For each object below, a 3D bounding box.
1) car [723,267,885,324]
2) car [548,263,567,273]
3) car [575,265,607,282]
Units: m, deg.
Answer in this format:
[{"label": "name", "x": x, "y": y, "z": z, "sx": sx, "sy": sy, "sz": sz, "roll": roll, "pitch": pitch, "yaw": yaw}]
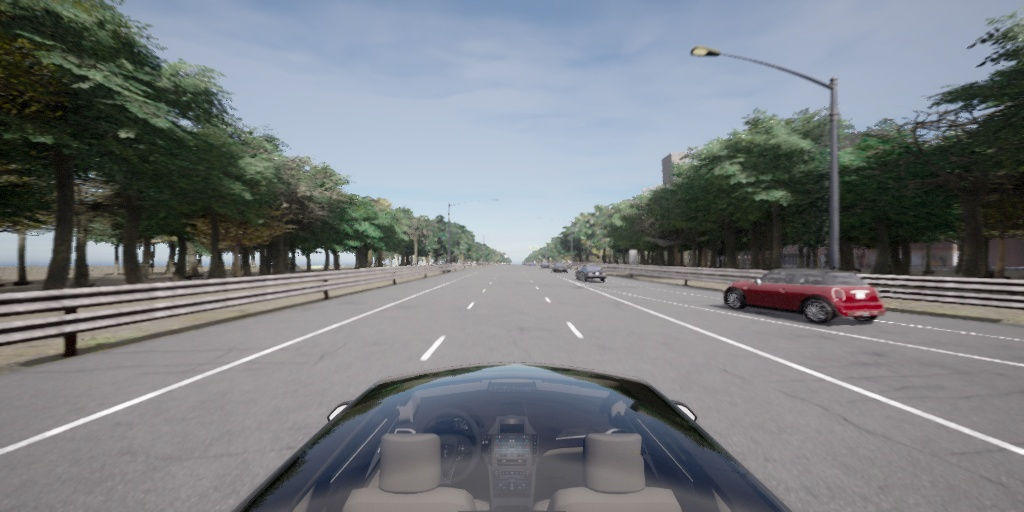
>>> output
[{"label": "car", "x": 9.932, "y": 1.217, "z": 12.777, "sx": 2.097, "sy": 1.767, "sz": 4.553, "roll": 0, "pitch": -1, "yaw": -13}, {"label": "car", "x": 6.997, "y": 1.763, "z": 53.650, "sx": 1.994, "sy": 1.385, "sz": 4.181, "roll": 0, "pitch": -1, "yaw": 0}, {"label": "car", "x": 7.110, "y": 1.568, "z": 32.754, "sx": 2.033, "sy": 1.411, "sz": 5.357, "roll": 0, "pitch": 0, "yaw": -2}]
